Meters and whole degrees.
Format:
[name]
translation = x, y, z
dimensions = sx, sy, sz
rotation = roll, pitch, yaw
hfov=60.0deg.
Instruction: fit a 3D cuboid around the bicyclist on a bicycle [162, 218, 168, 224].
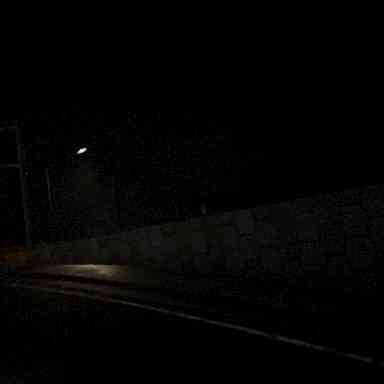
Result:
[bicyclist on a bicycle]
translation = -2.211, 3.017, 27.920
dimensions = 1.656, 1.620, 0.582
rotation = -14, -8, 35
